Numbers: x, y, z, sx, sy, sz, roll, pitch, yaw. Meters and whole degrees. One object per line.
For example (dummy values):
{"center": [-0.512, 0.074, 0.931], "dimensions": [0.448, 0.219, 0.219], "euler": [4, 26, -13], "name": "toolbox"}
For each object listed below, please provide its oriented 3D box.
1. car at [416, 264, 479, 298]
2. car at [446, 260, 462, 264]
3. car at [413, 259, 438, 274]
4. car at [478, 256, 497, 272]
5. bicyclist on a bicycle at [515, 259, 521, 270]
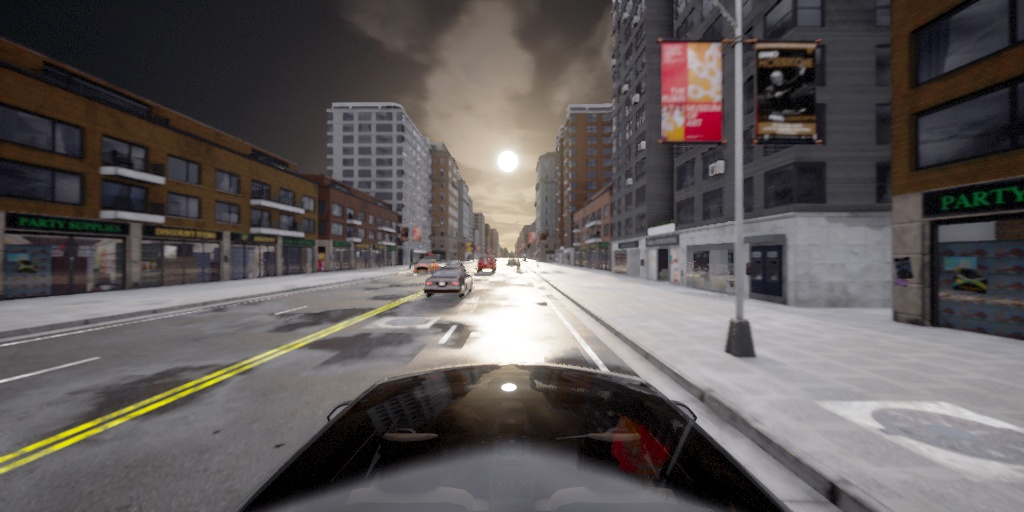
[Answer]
{"center": [-3.148, 1.299, 18.627], "dimensions": [2.033, 1.411, 5.357], "euler": [0, 0, 0], "name": "car"}
{"center": [-6.588, 1.246, 40.668], "dimensions": [2.128, 1.511, 4.902], "euler": [0, 0, 0], "name": "car"}
{"center": [-9.831, 1.107, 41.346], "dimensions": [2.097, 1.767, 4.553], "euler": [0, 0, 0], "name": "car"}
{"center": [-3.147, 0.978, 45.901], "dimensions": [2.150, 2.045, 5.566], "euler": [0, 0, 0], "name": "car"}
{"center": [0.883, 1.193, 45.690], "dimensions": [0.866, 1.612, 1.509], "euler": [0, 0, 0], "name": "bicyclist on a bicycle"}
